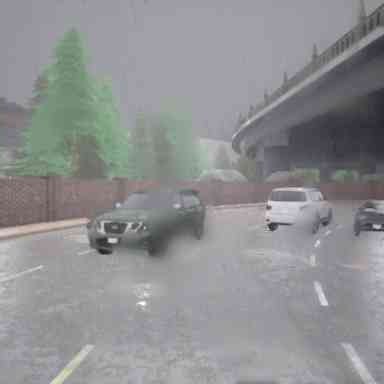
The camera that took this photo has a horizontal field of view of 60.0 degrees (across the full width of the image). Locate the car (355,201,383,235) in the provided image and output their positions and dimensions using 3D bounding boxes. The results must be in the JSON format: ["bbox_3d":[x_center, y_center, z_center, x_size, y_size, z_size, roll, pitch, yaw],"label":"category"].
[{"bbox_3d":[8.578,1.143,15.081,1.812,1.442,4.674,1,2,33],"label":"car"}]

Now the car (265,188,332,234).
[{"bbox_3d":[5.432,0.799,16.607,2.150,2.045,5.566,1,2,32],"label":"car"}]

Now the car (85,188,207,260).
[{"bbox_3d":[-1.196,0.917,11.720,2.150,2.045,5.566,0,1,21],"label":"car"}]

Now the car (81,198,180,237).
[{"bbox_3d":[-2.810,1.115,16.710,2.033,1.411,5.357,1,2,27],"label":"car"}]
